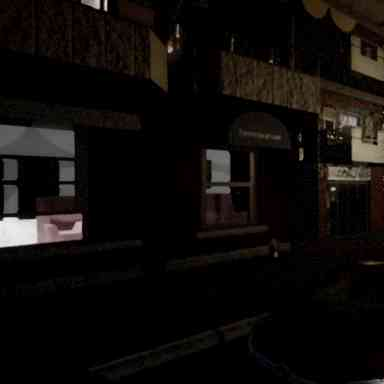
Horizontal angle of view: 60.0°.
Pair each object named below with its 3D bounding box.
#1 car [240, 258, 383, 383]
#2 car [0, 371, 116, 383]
[{"bbox_3d":[2.505,1.579,4.234,4.206,1.307,1.802,0,-1,-35],"label":"car"},{"bbox_3d":[-2.058,1.582,0.984,4.206,1.307,1.802,0,-1,-35],"label":"car"}]
